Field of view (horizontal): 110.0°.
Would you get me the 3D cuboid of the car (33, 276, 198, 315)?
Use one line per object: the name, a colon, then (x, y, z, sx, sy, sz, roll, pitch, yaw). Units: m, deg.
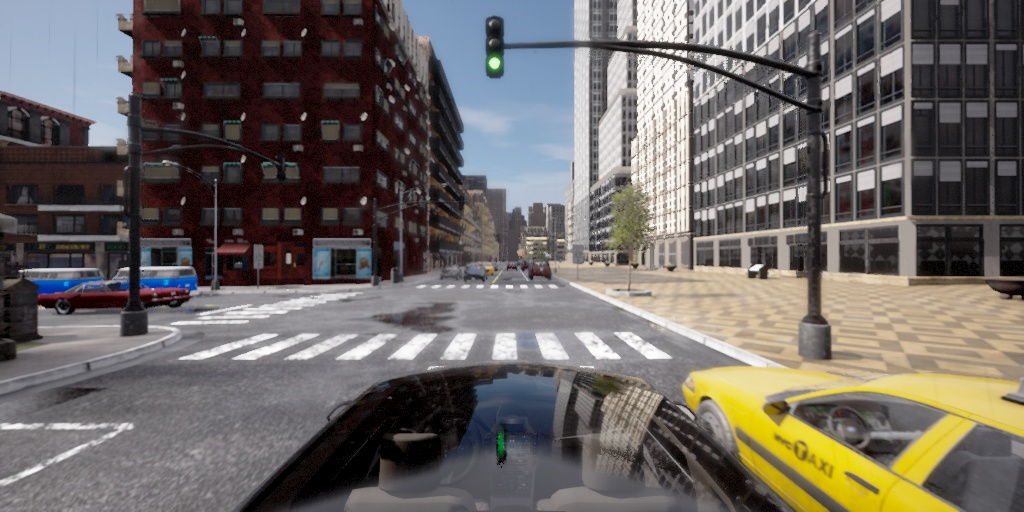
car: (-16.571, 1.701, 15.201, 4.718, 1.301, 1.895, -1, 0, -1)

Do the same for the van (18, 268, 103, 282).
van: (-26.338, 1.620, 20.880, 3.998, 1.789, 1.690, 0, 0, -1)

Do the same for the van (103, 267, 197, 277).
van: (-20.800, 1.530, 20.942, 3.998, 1.789, 1.690, 0, 0, -1)

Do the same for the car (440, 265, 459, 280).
car: (-5.748, 1.544, 34.211, 2.007, 1.370, 4.403, 0, 0, 0)

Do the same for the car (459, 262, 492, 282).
car: (-3.153, 1.524, 32.024, 2.033, 1.411, 5.357, 0, 0, 0)

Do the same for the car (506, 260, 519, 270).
car: (-0.010, 1.744, 63.270, 1.837, 1.490, 4.892, 0, -1, 0)

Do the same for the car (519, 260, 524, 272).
car: (2.591, 1.493, 56.331, 2.192, 1.841, 5.009, 0, 0, 0)

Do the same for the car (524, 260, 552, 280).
car: (2.632, 1.308, 34.227, 2.192, 1.841, 5.009, 0, 0, 0)

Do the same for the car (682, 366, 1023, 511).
car: (2.691, 1.276, 1.986, 1.751, 1.417, 4.829, 0, 0, 0)

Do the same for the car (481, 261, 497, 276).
car: (-3.174, 1.543, 42.997, 1.882, 1.535, 5.008, 0, 0, 0)
